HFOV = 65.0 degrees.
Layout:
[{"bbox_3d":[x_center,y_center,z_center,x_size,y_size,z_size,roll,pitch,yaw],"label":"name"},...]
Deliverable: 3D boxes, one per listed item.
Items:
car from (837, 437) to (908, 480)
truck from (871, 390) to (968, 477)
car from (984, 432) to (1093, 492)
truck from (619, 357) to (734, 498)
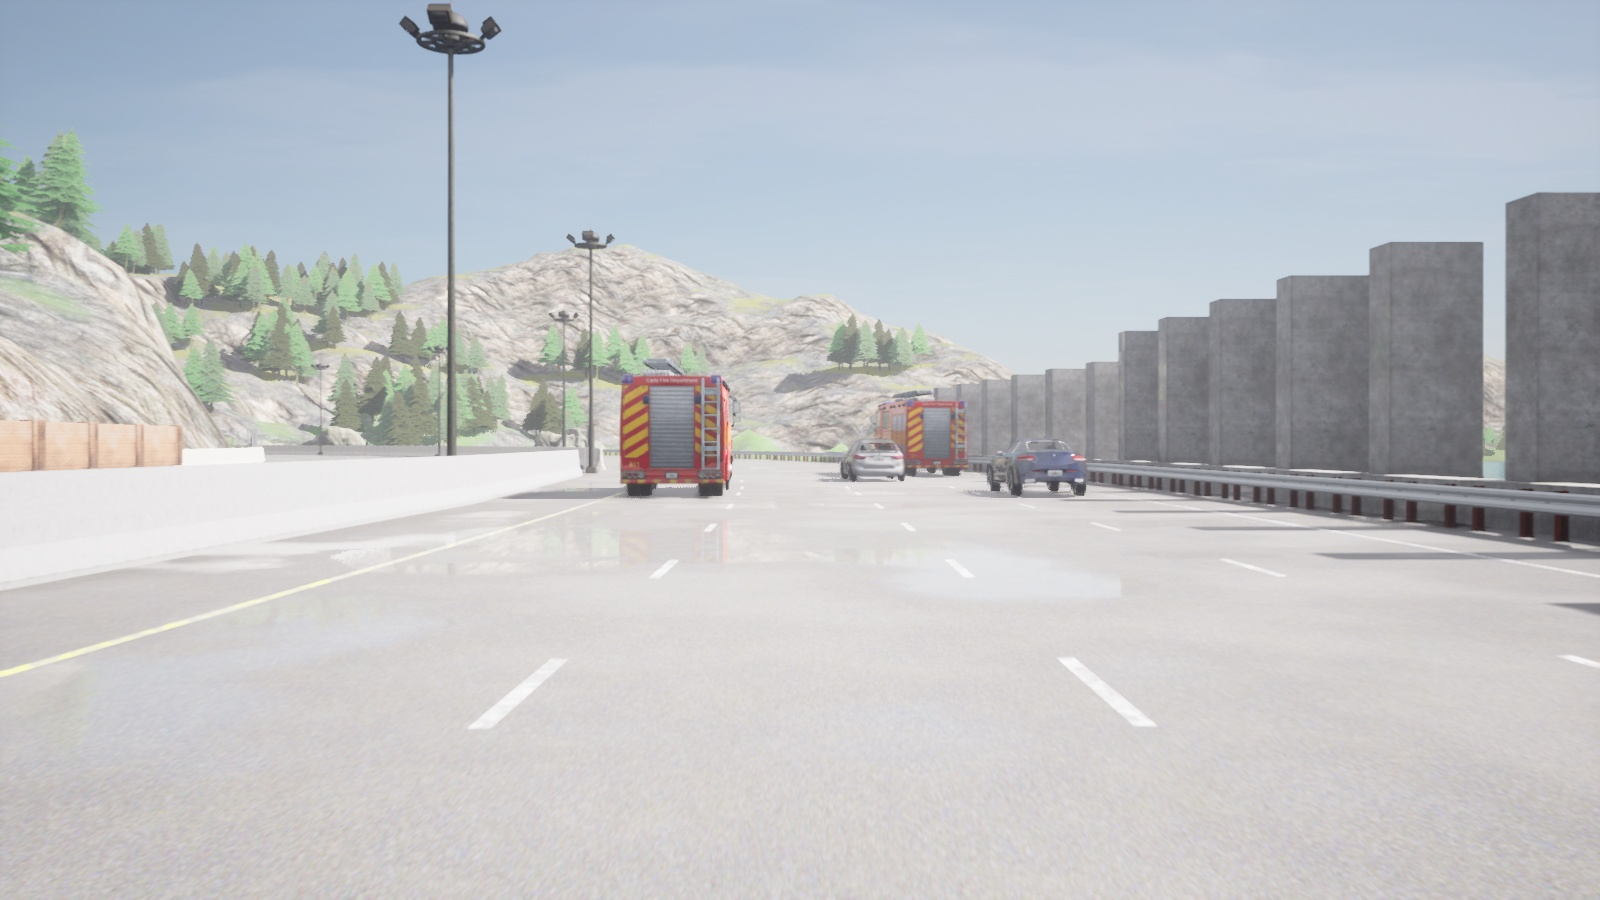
[{"bbox_3d":[2.868,0.308,50.656,2.242,1.667,4.611,0,0,-4],"label":"car"},{"bbox_3d":[5.506,-0.749,59.505,2.891,3.827,8.468,0,0,-6],"label":"truck"},{"bbox_3d":[6.939,0.322,37.089,2.152,1.651,5.027,0,0,-1],"label":"car"},{"bbox_3d":[-3.597,-0.638,38.518,2.891,3.827,8.468,0,0,-1],"label":"truck"}]
